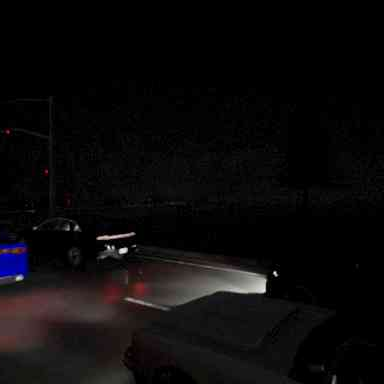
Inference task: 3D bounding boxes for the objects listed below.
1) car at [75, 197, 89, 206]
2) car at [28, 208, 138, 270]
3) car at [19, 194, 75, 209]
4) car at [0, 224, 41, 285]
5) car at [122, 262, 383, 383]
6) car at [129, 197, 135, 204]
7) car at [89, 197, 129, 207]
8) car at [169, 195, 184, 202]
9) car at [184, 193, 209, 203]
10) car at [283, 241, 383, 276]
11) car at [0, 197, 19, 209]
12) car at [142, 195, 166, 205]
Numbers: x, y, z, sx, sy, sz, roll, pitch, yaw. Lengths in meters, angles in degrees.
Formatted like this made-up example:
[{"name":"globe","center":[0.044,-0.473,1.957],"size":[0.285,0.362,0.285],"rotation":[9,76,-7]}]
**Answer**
[{"name":"car","center":[-18.811,1.547,52.814],"size":[2.033,1.411,5.357],"rotation":[0,0,35]},{"name":"car","center":[-3.975,1.492,11.114],"size":[4.902,1.511,2.128],"rotation":[0,0,36]},{"name":"car","center":[-18.049,1.222,41.651],"size":[2.150,2.045,5.566],"rotation":[0,0,35]},{"name":"car","center":[-6.107,1.478,8.337],"size":[5.008,1.535,1.882],"rotation":[0,0,36]},{"name":"car","center":[1.623,1.601,2.836],"size":[4.718,1.301,1.895],"rotation":[0,0,36]},{"name":"car","center":[-12.554,1.562,61.759],"size":[1.994,1.385,4.181],"rotation":[0,0,35]},{"name":"car","center":[-12.379,1.491,49.799],"size":[2.128,1.511,4.902],"rotation":[0,0,35]},{"name":"car","center":[-3.498,1.377,74.513],"size":[1.812,1.442,4.674],"rotation":[0,0,36]},{"name":"car","center":[1.412,1.224,69.357],"size":[2.150,2.045,5.566],"rotation":[0,0,36]},{"name":"car","center":[3.444,1.564,5.830],"size":[4.181,1.385,1.994],"rotation":[0,0,36]},{"name":"car","center":[-24.373,1.504,44.818],"size":[1.837,1.490,4.892],"rotation":[0,0,35]},{"name":"car","center":[-6.678,1.352,57.970],"size":[2.097,1.767,4.553],"rotation":[0,0,35]}]
